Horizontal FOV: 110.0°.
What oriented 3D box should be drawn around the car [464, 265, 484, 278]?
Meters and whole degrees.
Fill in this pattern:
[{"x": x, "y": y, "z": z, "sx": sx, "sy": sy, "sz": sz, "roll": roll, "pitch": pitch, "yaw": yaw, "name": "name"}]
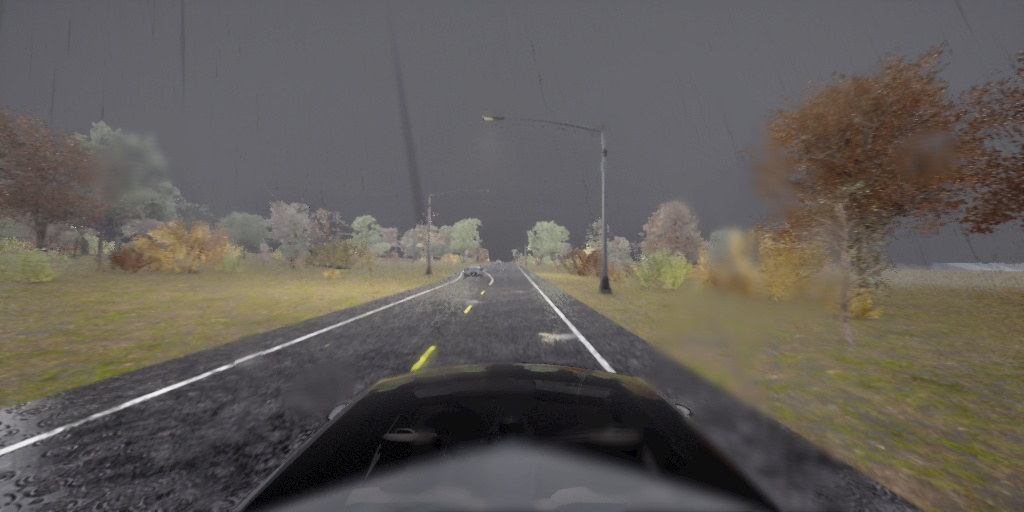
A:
[{"x": -4.101, "y": 1.669, "z": 38.827, "sx": 1.994, "sy": 1.385, "sz": 4.181, "roll": 0, "pitch": -1, "yaw": -5, "name": "car"}]
